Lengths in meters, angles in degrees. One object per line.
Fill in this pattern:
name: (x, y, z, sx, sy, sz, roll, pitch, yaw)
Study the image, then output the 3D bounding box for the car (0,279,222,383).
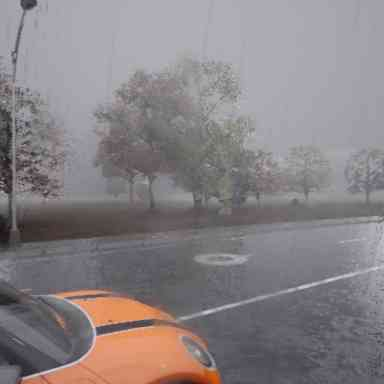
car: (-1.932, 1.352, 2.355, 4.553, 1.767, 2.097, 0, 0, -35)
